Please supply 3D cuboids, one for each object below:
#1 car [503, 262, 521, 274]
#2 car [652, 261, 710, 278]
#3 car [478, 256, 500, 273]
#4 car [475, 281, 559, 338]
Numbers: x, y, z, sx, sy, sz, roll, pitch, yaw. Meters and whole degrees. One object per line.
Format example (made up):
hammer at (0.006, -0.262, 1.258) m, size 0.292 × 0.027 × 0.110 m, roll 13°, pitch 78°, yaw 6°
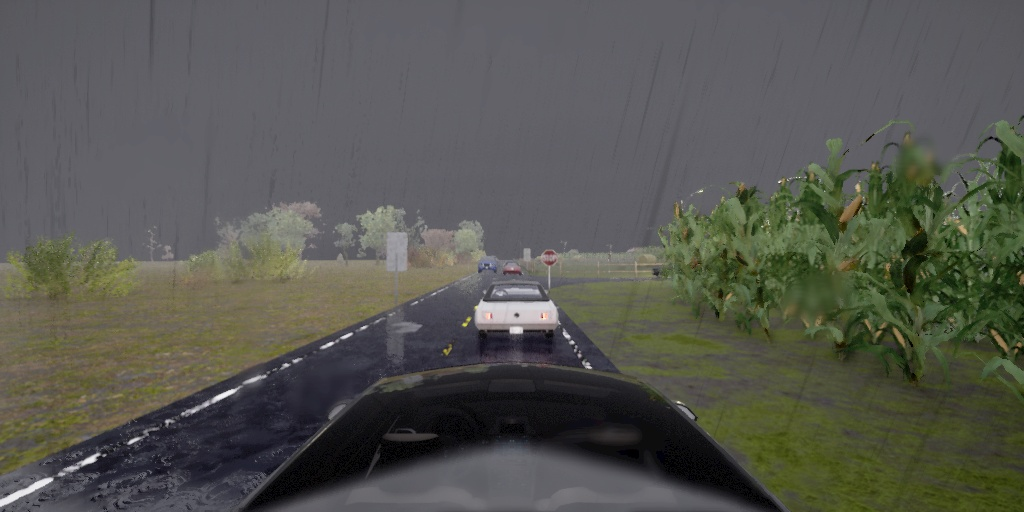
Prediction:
car at (-0.001, 1.350, 40.908) m, size 1.994 × 1.385 × 4.181 m, roll 0°, pitch 0°, yaw -1°
car at (14.763, 1.117, 31.164) m, size 5.008 × 1.535 × 1.882 m, roll -1°, pitch -1°, yaw -1°
car at (-2.969, 1.013, 44.272) m, size 2.150 × 2.045 × 5.566 m, roll 0°, pitch 0°, yaw -1°
car at (0.102, 1.356, 10.146) m, size 1.895 × 1.301 × 4.718 m, roll 0°, pitch 0°, yaw 0°
